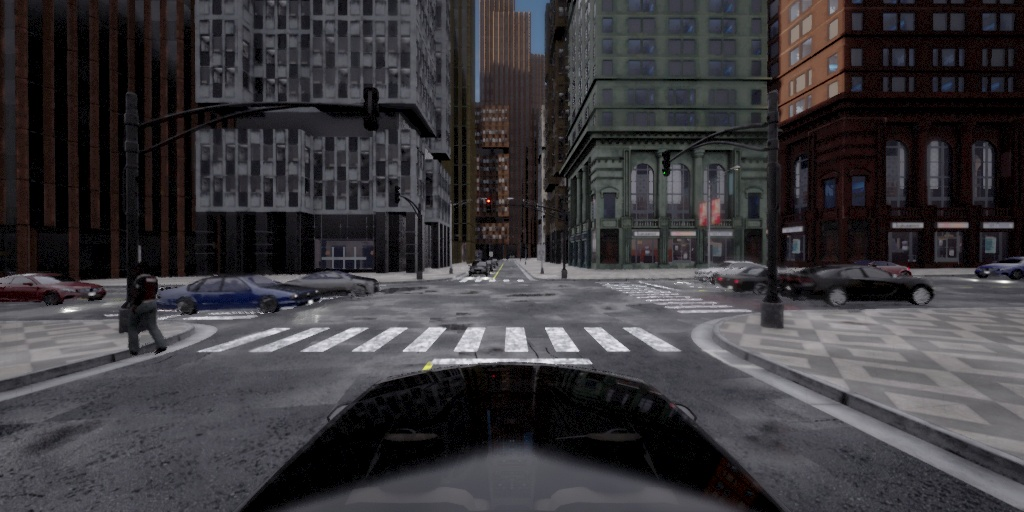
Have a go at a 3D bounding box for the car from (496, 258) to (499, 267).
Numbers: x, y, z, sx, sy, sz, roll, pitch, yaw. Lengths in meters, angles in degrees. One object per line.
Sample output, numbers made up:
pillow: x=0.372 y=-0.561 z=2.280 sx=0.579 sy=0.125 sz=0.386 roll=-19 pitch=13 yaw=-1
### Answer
car: x=-3.403 y=1.293 z=55.747 sx=1.895 sy=1.301 sz=4.718 roll=0 pitch=0 yaw=0

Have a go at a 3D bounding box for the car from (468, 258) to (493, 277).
car: x=-3.233 y=1.232 z=35.993 sx=1.837 sy=1.490 sz=4.892 roll=0 pitch=0 yaw=-1

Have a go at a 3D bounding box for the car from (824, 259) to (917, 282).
car: x=23.674 y=0.956 z=23.819 sx=4.181 sy=1.385 sz=1.994 roll=-1 pitch=0 yaw=0

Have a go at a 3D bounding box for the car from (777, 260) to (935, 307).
car: x=13.144 y=1.055 z=13.844 sx=5.008 sy=1.535 sz=1.882 roll=-1 pitch=0 yaw=0

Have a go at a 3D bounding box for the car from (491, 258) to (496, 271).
car: x=-3.318 y=1.216 z=45.458 sx=1.837 sy=1.490 sz=4.892 roll=0 pitch=0 yaw=0

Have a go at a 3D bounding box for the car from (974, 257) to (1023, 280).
car: x=33.884 y=0.789 z=23.846 sx=4.674 sy=1.442 sz=1.812 roll=-1 pitch=0 yaw=-1

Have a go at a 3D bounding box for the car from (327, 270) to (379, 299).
car: x=-8.877 y=1.403 z=17.881 sx=4.181 sy=1.385 sz=1.994 roll=-1 pitch=0 yaw=-14

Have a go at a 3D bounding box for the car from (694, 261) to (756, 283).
car: x=14.596 y=1.034 z=23.793 sx=4.674 sy=1.442 sz=1.812 roll=-1 pitch=0 yaw=-1

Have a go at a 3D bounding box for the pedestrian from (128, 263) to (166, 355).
pedestrian: x=-7.337 y=1.042 z=7.150 sx=0.375 sy=1.860 sz=0.375 roll=0 pitch=0 yaw=0

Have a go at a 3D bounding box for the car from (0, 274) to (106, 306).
car: x=-22.273 y=1.560 z=16.990 sx=4.674 sy=1.442 sz=1.812 roll=-1 pitch=0 yaw=-1

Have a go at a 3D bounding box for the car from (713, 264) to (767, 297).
car: x=12.600 y=1.169 z=17.092 sx=4.718 sy=1.301 sz=1.895 roll=-1 pitch=0 yaw=0

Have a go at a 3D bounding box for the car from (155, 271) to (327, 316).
car: x=-10.416 y=1.429 z=13.774 sx=5.357 sy=1.411 sz=2.033 roll=-1 pitch=0 yaw=0
